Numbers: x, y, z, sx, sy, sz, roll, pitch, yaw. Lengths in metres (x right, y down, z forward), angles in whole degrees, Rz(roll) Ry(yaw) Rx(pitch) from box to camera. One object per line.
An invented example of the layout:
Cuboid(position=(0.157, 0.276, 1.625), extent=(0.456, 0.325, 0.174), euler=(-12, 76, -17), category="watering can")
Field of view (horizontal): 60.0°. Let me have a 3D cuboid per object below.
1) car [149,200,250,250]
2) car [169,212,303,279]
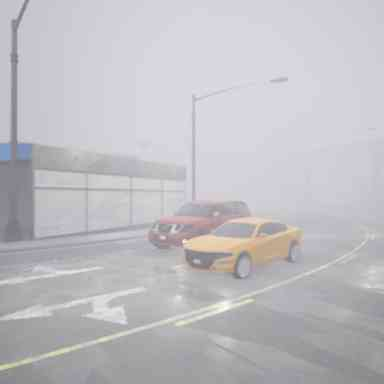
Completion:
Cuboid(position=(0.657, 1.392, 14.613), extent=(2.150, 2.045, 5.566), euler=(-1, -1, 40), category="car")
Cuboid(position=(1.808, 1.600, 10.748), extent=(1.882, 1.535, 5.008), euler=(-1, -1, 42), category="car")
